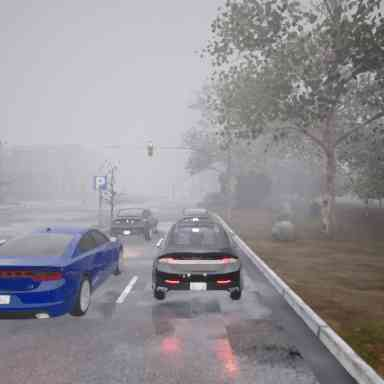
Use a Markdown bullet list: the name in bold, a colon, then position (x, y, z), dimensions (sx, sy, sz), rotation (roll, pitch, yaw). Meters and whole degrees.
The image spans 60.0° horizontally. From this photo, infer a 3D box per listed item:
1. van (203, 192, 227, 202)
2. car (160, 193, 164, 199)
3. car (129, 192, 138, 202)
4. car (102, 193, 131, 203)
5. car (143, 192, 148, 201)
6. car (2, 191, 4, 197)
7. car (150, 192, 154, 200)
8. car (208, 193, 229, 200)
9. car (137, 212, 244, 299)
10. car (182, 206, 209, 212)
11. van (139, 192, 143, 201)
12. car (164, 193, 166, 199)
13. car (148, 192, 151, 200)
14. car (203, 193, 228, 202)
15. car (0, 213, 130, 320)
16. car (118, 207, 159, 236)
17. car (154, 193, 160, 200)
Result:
- **van**: position (4.328, 1.035, 64.341), dimensions (4.442, 1.987, 1.878), rotation (1, 0, -14)
- **car**: position (-10.941, 1.054, 88.698), dimensions (5.566, 2.045, 2.435), rotation (-1, 0, -12)
- **car**: position (-13.755, 1.307, 64.751), dimensions (5.366, 1.575, 1.946), rotation (-1, 0, -15)
- **car**: position (-14.401, 1.351, 61.760), dimensions (4.792, 1.488, 2.163), rotation (-1, 0, -15)
- **car**: position (-12.961, 1.312, 73.714), dimensions (4.892, 1.521, 2.231), rotation (-1, 0, -14)
- **car**: position (-31.128, 0.130, 52.639), dimensions (2.002, 1.452, 4.674), rotation (6, -3, -19)
- **car**: position (-12.213, 1.349, 79.710), dimensions (4.674, 1.452, 2.002), rotation (-1, 0, -13)
- **car**: position (6.515, 1.119, 82.009), dimensions (4.553, 1.767, 2.185), rotation (1, 0, -12)
- **car**: position (0.117, 1.502, 8.467), dimensions (2.128, 1.511, 4.902), rotation (0, 0, 0)
- **car**: position (0.185, 1.528, 17.879), dimensions (1.837, 1.490, 4.892), rotation (0, 0, 0)
- **van**: position (-13.191, 1.084, 70.743), dimensions (4.442, 1.987, 1.878), rotation (-1, 0, -14)
- **car**: position (-10.517, 1.305, 91.676), dimensions (5.008, 1.535, 2.097), rotation (-1, 0, -12)
- **car**: position (-12.587, 1.350, 76.709), dimensions (4.674, 1.452, 2.002), rotation (-1, 0, -13)
- **car**: position (4.714, 1.133, 67.311), dimensions (4.553, 1.767, 2.185), rotation (1, 0, -14)
- **car**: position (-2.886, 1.486, 7.534), dimensions (1.882, 1.535, 5.008), rotation (0, 0, 0)
- **car**: position (-2.825, 1.528, 16.965), dimensions (1.837, 1.490, 4.892), rotation (0, 0, 1)
- **car**: position (-11.393, 1.347, 85.692), dimensions (4.674, 1.452, 2.002), rotation (-1, 0, -12)
